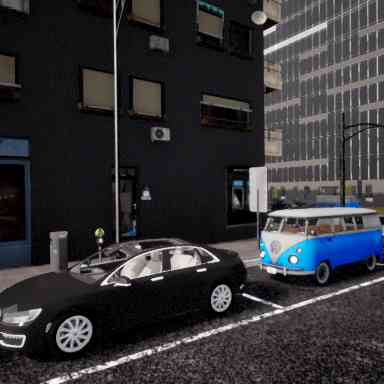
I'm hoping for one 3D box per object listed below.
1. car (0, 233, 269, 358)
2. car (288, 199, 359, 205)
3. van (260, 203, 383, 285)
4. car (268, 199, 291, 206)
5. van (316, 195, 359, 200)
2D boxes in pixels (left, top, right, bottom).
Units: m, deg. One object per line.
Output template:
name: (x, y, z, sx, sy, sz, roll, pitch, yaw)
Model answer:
car: (-0.961, 1.550, 5.884, 4.403, 1.369, 2.008, 0, -1, -35)
car: (9.919, 1.503, 23.844, 2.033, 1.411, 5.357, -1, 1, -35)
van: (3.599, 1.339, 9.137, 3.998, 1.788, 1.690, 0, -1, -35)
car: (9.655, 1.400, 34.292, 1.947, 1.339, 4.313, -1, 1, -35)
van: (12.832, 1.201, 29.774, 1.690, 1.788, 3.998, -1, 1, -35)
